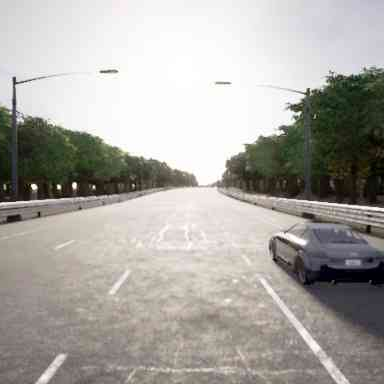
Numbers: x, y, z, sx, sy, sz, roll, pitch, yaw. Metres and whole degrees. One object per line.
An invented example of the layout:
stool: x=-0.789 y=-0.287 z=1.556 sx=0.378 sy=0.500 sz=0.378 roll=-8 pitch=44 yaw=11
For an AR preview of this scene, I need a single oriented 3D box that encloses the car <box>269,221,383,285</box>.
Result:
car: x=3.523 y=1.504 z=9.283 sx=1.994 sy=1.385 sz=4.181 roll=0 pitch=0 yaw=0
